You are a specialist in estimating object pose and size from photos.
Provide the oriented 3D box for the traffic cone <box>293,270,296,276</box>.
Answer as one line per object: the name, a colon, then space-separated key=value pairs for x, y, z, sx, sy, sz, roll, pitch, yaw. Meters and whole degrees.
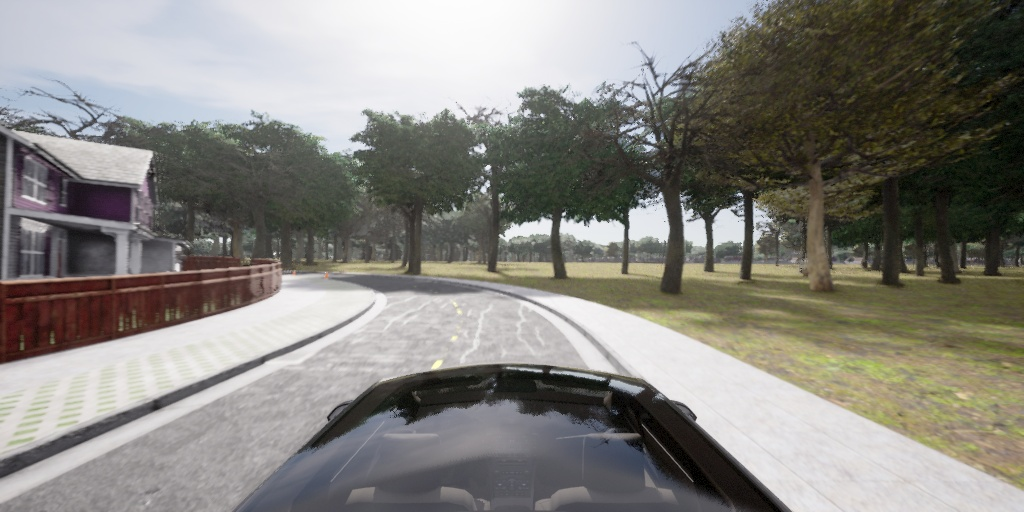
traffic cone: x=-18.636 y=1.486 z=30.666 sx=0.340 sy=0.580 sz=0.340 roll=0 pitch=0 yaw=25

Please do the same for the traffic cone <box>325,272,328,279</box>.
traffic cone: x=-14.686 y=1.562 z=28.407 sx=0.340 sy=0.580 sz=0.340 roll=0 pitch=0 yaw=35
